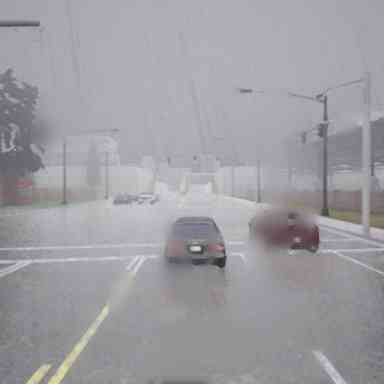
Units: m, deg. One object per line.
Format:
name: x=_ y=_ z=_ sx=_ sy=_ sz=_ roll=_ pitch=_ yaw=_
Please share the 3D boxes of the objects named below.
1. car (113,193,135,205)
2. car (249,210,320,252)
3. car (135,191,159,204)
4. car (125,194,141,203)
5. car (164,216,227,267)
car: x=-10.524 y=0.988 z=50.726 sx=2.097 sy=1.767 sz=4.553 roll=0 pitch=1 yaw=0
car: x=3.600 y=1.459 z=13.774 sx=1.882 sy=1.535 sz=5.008 roll=0 pitch=1 yaw=0
car: x=-7.018 y=0.844 z=52.002 sx=2.150 sy=2.045 sz=5.566 roll=0 pitch=1 yaw=1
car: x=-10.514 y=1.104 z=59.672 sx=1.994 sy=1.385 sz=4.181 roll=0 pitch=1 yaw=1
car: x=0.100 y=1.540 z=11.331 sx=2.033 sy=1.411 sz=5.357 roll=0 pitch=0 yaw=0
